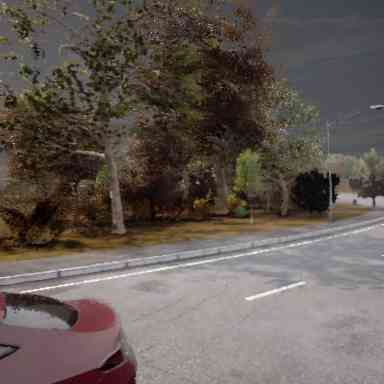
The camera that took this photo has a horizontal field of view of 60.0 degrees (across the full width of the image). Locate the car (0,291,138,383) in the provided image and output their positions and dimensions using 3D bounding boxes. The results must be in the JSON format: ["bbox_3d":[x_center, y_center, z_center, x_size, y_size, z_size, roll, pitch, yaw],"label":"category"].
[{"bbox_3d":[-2.653,1.540,2.243,4.674,1.442,1.812,0,0,-36],"label":"car"}]
